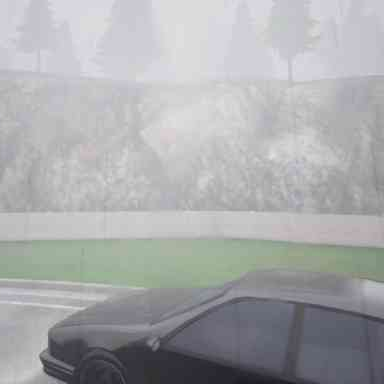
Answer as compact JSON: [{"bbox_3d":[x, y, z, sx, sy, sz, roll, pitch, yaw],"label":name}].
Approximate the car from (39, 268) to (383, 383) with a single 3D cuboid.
[{"bbox_3d":[1.000,1.548,3.266,5.357,1.411,2.033,0,0,27],"label":"car"}]
